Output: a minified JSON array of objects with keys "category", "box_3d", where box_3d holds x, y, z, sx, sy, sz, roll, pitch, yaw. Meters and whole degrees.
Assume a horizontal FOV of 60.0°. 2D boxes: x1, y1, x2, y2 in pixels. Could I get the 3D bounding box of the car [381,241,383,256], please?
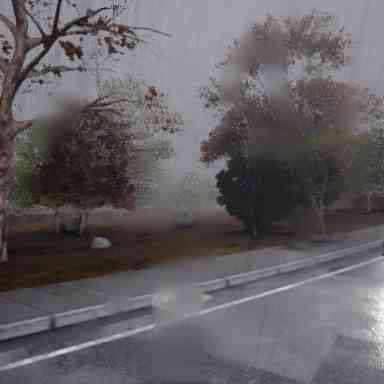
[{"category":"car","box_3d":[7.696,1.614,10.392,4.718,1.301,1.895,0,0,-42]}]
